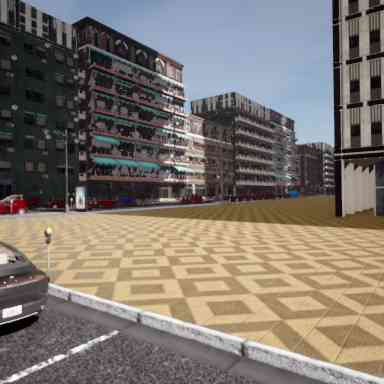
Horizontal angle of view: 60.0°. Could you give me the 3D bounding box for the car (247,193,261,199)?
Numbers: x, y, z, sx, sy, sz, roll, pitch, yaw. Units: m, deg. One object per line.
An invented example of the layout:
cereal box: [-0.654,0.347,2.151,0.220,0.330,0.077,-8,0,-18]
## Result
car: [16.179,1.036,86.562,1.947,1.339,4.313,-1,0,36]

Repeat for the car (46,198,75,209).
car: [-16.391,1.412,41.902,1.887,1.381,4.507,-1,0,36]

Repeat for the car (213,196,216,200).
car: [6.406,1.025,73.163,1.967,1.590,4.097,-1,0,36]

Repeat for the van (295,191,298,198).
van: [26.203,0.651,86.089,1.690,1.788,3.998,-1,0,36]

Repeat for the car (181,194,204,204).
car: [0.148,1.059,50.360,1.967,1.590,4.097,-1,0,36]

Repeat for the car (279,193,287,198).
car: [19.691,0.935,77.156,2.008,1.369,4.403,-1,0,36]

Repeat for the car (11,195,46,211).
car: [-19.650,1.224,37.435,2.192,1.841,5.009,-1,0,36]

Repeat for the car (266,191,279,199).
car: [16.431,0.738,72.690,2.192,1.841,5.009,-1,0,36]

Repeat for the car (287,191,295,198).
car: [22.948,0.929,81.623,1.802,1.307,4.206,-1,0,36]

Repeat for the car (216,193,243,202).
car: [6.663,1.090,59.293,2.008,1.369,4.403,-1,0,36]

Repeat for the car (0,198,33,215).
car: [-16.135,1.410,28.030,1.802,1.307,4.206,-1,0,36]

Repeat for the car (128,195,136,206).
car: [-9.998,1.126,46.279,2.097,1.767,4.553,-1,0,36]

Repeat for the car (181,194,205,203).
car: [0.203,1.175,60.102,1.812,1.442,4.674,-1,0,36]

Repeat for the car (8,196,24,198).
car: [-19.978,1.450,32.601,2.033,1.411,5.357,-1,0,36]

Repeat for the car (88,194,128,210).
car: [-9.622,1.183,36.962,1.967,1.590,4.097,-1,0,36]

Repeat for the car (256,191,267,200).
car: [13.177,1.043,68.224,1.802,1.307,4.206,-1,0,36]

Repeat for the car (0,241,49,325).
car: [-4.447,1.552,6.247,4.403,1.369,2.008,0,-1,36]

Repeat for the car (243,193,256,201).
car: [9.920,1.045,63.759,1.887,1.381,4.507,-1,0,36]
